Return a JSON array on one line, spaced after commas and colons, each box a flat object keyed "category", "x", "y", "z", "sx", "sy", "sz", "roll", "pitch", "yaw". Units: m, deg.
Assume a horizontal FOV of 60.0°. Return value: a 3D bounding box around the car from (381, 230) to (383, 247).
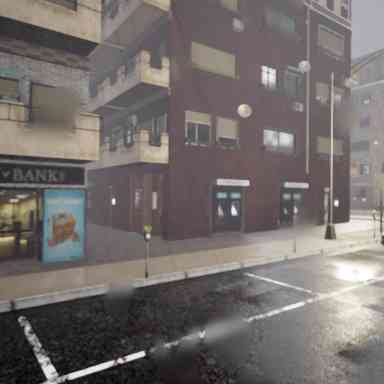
[{"category": "car", "x": 9.189, "y": 1.530, "z": 13.212, "sx": 4.403, "sy": 1.369, "sz": 2.008, "roll": 0, "pitch": 1, "yaw": -35}]
